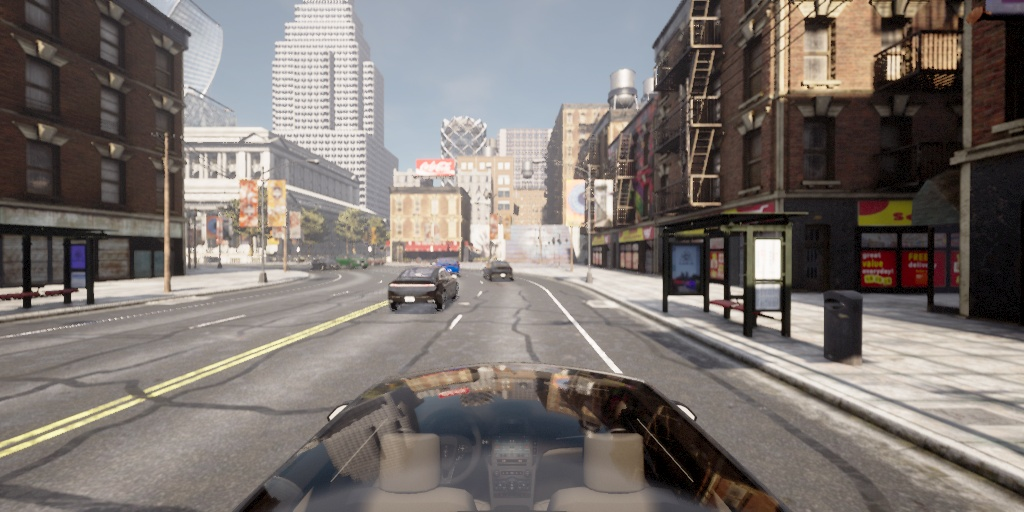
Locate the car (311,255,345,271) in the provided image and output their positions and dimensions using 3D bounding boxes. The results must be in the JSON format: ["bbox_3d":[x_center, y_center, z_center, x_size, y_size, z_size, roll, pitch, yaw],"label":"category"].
[{"bbox_3d":[-22.595,0.989,43.323,4.892,1.490,1.837,0,0,39],"label":"car"}]

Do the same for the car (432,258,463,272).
[{"bbox_3d":[-7.711,1.014,42.479,1.812,1.442,4.674,0,0,-34],"label":"car"}]

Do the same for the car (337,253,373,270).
[{"bbox_3d":[-20.788,0.684,46.385,5.566,2.045,2.150,0,0,38],"label":"car"}]

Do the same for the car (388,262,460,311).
[{"bbox_3d":[-3.303,1.162,14.024,2.128,1.511,4.902,0,0,0],"label":"car"}]

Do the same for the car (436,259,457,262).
[{"bbox_3d":[-6.056,1.031,32.251,1.882,1.535,5.008,0,0,-20],"label":"car"}]

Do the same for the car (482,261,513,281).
[{"bbox_3d":[-1.183,1.088,27.928,1.837,1.490,4.892,0,1,-13],"label":"car"}]
